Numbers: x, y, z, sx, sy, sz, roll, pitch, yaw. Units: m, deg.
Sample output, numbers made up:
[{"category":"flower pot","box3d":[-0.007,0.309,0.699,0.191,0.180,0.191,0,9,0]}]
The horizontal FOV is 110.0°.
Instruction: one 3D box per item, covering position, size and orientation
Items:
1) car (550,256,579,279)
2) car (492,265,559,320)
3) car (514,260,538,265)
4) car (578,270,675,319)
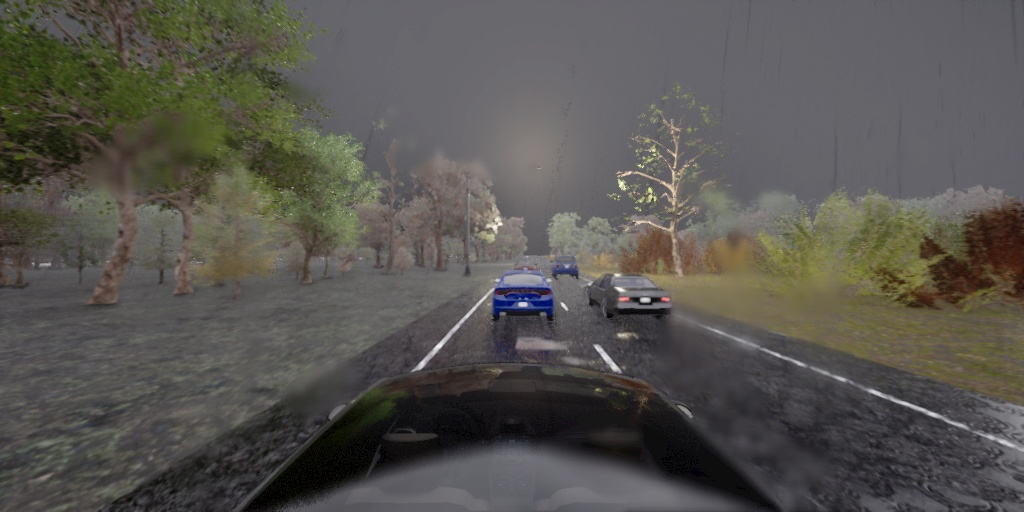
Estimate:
[{"category":"car","box3d":[4.763,0.991,32.764,2.150,2.045,5.566,0,0,3]},{"category":"car","box3d":[0.399,1.236,12.717,1.882,1.535,5.008,0,0,2]},{"category":"car","box3d":[1.291,1.124,33.230,2.097,1.767,4.553,0,0,3]},{"category":"car","box3d":[3.885,1.303,12.739,2.033,1.411,5.357,0,0,2]}]
